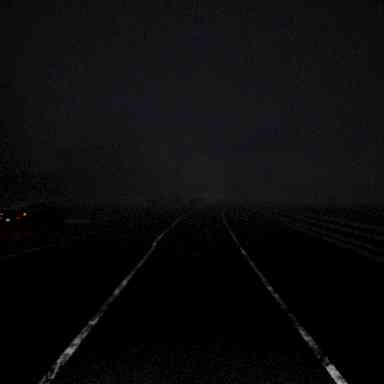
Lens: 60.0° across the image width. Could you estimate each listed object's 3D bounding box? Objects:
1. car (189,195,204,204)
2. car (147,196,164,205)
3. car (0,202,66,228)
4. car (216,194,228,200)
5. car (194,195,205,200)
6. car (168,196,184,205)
[{"bbox_3d":[0.821,1.492,57.961,1.895,1.301,4.718,0,0,12],"label":"car"},{"bbox_3d":[-6.302,1.396,57.978,1.837,1.490,4.892,0,0,12],"label":"car"},{"bbox_3d":[-9.601,1.339,20.353,1.812,1.442,4.674,0,0,9],"label":"car"},{"bbox_3d":[8.718,1.564,91.845,1.895,1.301,4.718,0,0,15],"label":"car"},{"bbox_3d":[2.074,1.501,94.117,2.128,1.511,4.902,0,0,15],"label":"car"},{"bbox_3d":[-2.729,1.397,57.963,1.837,1.490,4.892,0,0,12],"label":"car"}]
